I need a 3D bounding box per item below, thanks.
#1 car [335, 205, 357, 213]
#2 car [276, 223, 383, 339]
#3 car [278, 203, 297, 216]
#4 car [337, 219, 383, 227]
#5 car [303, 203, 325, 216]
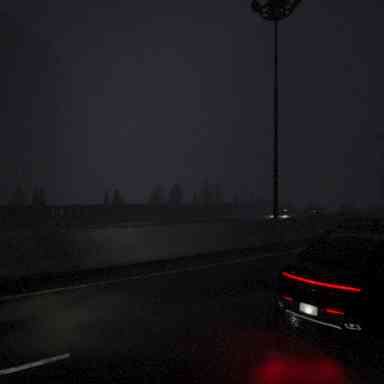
[{"bbox_3d":[17.764,2.152,38.121,2.033,1.411,5.357,0,-1,33],"label":"car"},{"bbox_3d":[3.736,1.617,6.753,4.892,1.490,1.837,1,-1,-38],"label":"car"},{"bbox_3d":[11.791,2.128,41.846,1.837,1.490,4.892,0,-1,32],"label":"car"},{"bbox_3d":[7.900,1.843,14.934,4.718,1.301,1.895,1,-1,-43],"label":"car"},{"bbox_3d":[14.731,2.118,39.944,1.837,1.490,4.892,0,-1,32],"label":"car"}]
